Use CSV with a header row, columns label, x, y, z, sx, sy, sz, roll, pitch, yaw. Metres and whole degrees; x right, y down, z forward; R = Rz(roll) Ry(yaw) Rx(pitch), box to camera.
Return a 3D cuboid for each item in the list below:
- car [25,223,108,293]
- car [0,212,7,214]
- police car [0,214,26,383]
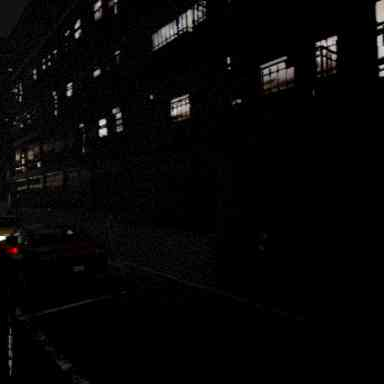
label,x,y,z,sx,sy,sz,roll,pitch,yaw
car,-3.800,1.461,8.608,1.887,1.381,4.507,0,0,-41
car,-7.510,1.448,12.939,1.752,1.417,4.829,0,0,-41
police car,-3.636,1.407,4.863,1.930,1.638,5.238,-2,1,-25
